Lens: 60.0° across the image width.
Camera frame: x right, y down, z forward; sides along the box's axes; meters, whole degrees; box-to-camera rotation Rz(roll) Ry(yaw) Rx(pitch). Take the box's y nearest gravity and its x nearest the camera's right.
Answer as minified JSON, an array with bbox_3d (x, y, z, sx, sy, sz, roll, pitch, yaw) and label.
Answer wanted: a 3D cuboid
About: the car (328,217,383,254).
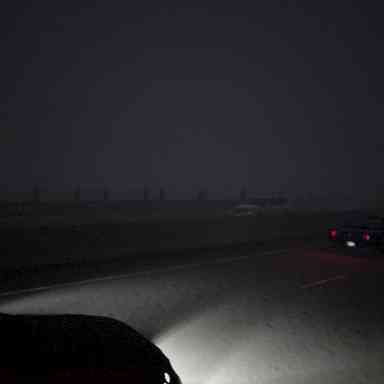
[{"bbox_3d":[7.772,1.675,13.840,4.718,1.301,1.895,0,0,-37],"label":"car"}]

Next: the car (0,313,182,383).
[{"bbox_3d":[-2.077,1.563,2.290,4.181,1.385,1.994,0,0,-36],"label":"car"}]

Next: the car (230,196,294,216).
[{"bbox_3d":[5.476,1.326,25.460,5.566,2.045,2.150,0,0,-37],"label":"car"}]

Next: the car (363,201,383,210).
[{"bbox_3d":[24.504,1.837,43.911,4.718,1.301,1.895,0,0,-36],"label":"car"}]
